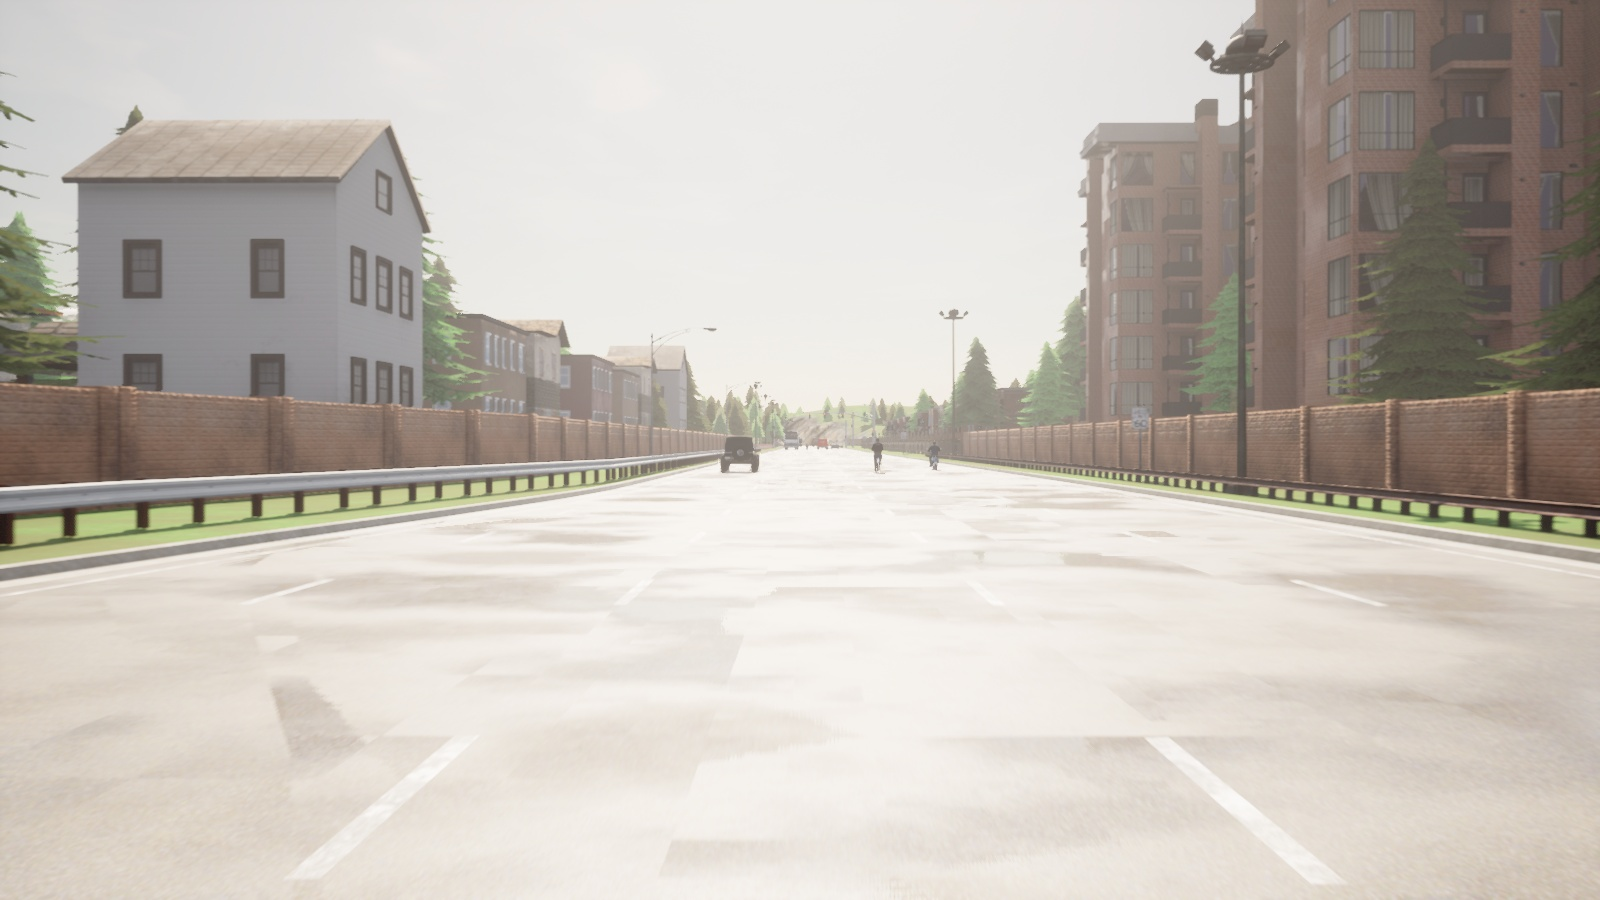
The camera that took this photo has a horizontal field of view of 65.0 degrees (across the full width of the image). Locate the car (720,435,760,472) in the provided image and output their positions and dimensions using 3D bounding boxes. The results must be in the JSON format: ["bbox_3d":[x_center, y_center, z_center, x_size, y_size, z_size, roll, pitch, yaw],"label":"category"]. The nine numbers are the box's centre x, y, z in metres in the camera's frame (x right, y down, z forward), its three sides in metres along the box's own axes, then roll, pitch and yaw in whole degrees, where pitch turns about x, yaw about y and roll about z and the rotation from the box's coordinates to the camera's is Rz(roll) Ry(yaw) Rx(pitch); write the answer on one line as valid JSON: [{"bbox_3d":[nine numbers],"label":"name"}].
[{"bbox_3d":[-3.111,0.174,65.606,1.905,1.878,3.866,0,0,0],"label":"car"}]
